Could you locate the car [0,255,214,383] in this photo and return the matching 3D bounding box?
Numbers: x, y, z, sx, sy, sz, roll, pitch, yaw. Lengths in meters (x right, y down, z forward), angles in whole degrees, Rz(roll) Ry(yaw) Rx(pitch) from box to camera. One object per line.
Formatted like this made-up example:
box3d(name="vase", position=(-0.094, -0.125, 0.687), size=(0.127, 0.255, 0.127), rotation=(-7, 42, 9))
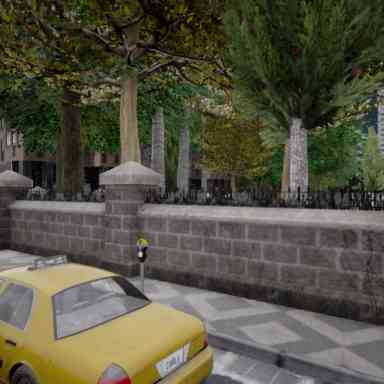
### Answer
box3d(name="car", position=(-2.052, 1.525, 4.419), size=(4.829, 1.417, 1.752), rotation=(0, 0, 35))
